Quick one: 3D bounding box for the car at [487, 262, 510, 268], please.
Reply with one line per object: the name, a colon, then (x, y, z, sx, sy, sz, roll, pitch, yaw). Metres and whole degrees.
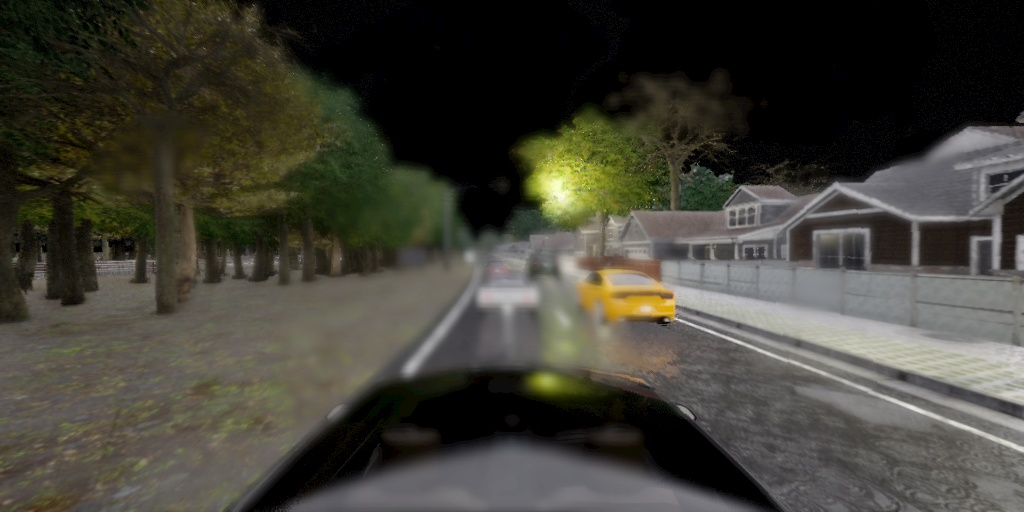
car: (-1.125, 1.161, 30.061, 1.994, 1.385, 4.181, 0, 0, -4)

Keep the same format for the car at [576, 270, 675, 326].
car: (3.363, 1.185, 11.549, 1.882, 1.535, 5.008, 0, 1, -1)

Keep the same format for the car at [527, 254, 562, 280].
car: (2.488, 0.824, 28.688, 2.150, 2.045, 5.566, 0, 1, -4)

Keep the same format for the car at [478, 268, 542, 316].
car: (-0.175, 1.303, 13.157, 1.895, 1.301, 4.718, 0, 0, -1)
